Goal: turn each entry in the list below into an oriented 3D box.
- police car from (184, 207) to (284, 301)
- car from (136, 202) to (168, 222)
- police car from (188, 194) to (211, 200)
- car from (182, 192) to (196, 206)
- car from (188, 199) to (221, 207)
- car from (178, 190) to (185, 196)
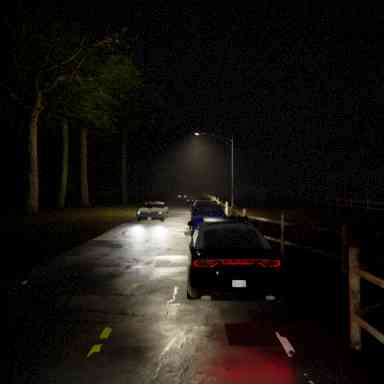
[{"bbox_3d":[0.838,1.403,8.470,1.930,1.638,5.238,0,0,0],"label":"police car"},{"bbox_3d":[-2.817,1.431,24.258,1.895,1.301,4.718,0,1,0],"label":"car"},{"bbox_3d":[0.860,1.252,24.473,1.930,1.638,5.238,0,1,0],"label":"police car"},{"bbox_3d":[0.084,1.095,45.000,2.033,1.411,5.357,0,1,1],"label":"car"},{"bbox_3d":[0.851,1.378,18.361,1.882,1.535,5.008,0,1,0],"label":"car"},{"bbox_3d":[-2.626,0.222,90.814,1.882,1.535,5.008,0,1,0],"label":"car"}]
